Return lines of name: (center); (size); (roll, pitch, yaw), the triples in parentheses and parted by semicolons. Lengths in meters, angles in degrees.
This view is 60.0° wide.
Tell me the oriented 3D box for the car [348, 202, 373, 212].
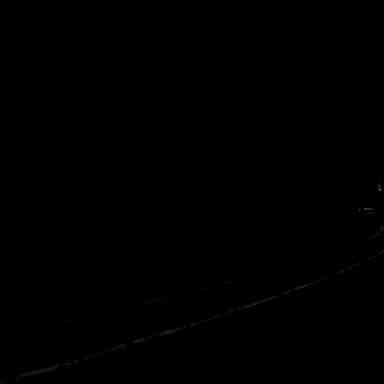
car: (26.390, 2.351, 52.223); (1.837, 1.490, 4.892); (-4, -3, -2)
